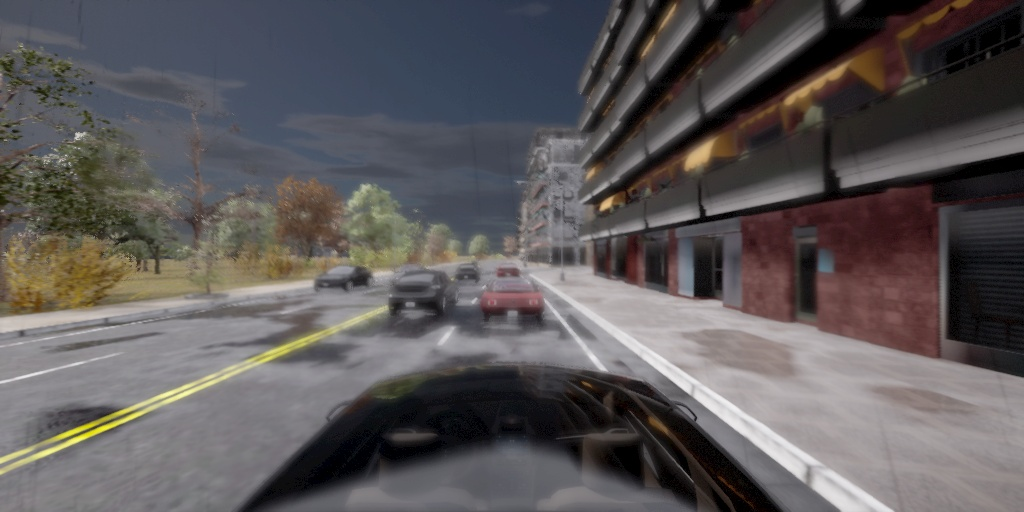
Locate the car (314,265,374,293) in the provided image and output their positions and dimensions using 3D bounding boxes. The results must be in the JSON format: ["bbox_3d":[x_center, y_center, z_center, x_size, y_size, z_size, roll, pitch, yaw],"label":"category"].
[{"bbox_3d":[-10.049,1.305,21.811,1.882,1.535,5.008,0,0,-1],"label":"car"}]

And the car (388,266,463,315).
[{"bbox_3d":[-3.249,1.300,13.815,1.837,1.490,4.892,0,0,0],"label":"car"}]

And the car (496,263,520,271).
[{"bbox_3d":[-0.320,1.336,30.911,1.882,1.535,5.008,0,0,-1],"label":"car"}]

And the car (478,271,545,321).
[{"bbox_3d":[0.013,1.390,12.649,1.895,1.301,4.718,0,0,0],"label":"car"}]

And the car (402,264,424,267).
[{"bbox_3d":[-6.845,1.329,24.397,2.128,1.511,4.902,0,0,-1],"label":"car"}]

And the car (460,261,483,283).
[{"bbox_3d":[-3.540,1.359,29.593,1.837,1.490,4.892,0,0,-1],"label":"car"}]
